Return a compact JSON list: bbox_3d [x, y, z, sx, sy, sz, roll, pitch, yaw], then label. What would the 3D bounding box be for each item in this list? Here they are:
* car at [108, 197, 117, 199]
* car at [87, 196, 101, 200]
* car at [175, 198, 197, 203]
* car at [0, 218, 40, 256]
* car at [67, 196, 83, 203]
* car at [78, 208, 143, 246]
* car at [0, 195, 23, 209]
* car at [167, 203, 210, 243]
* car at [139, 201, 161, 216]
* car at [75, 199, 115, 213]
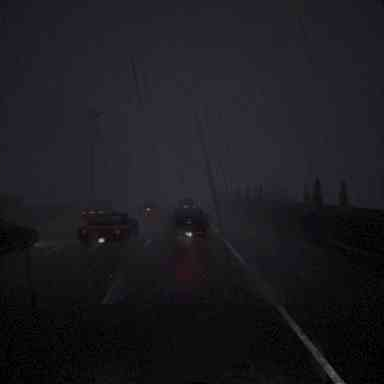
[{"bbox_3d":[-15.663,1.609,65.086,1.994,1.385,4.181,0,0,-1],"label":"car"},{"bbox_3d":[-19.164,1.529,65.245,1.882,1.535,5.008,0,0,-2],"label":"car"},{"bbox_3d":[-0.605,1.376,32.211,2.097,1.767,4.553,0,0,-2],"label":"car"},{"bbox_3d":[-7.035,1.556,11.046,2.033,1.411,5.357,0,0,-1],"label":"car"},{"bbox_3d":[-22.648,1.572,64.655,2.128,1.511,4.902,0,0,-2],"label":"car"},{"bbox_3d":[-3.636,1.613,15.361,1.895,1.301,4.718,0,0,-1],"label":"car"},{"bbox_3d":[-14.584,1.241,24.493,2.150,2.045,5.566,0,0,-2],"label":"car"},{"bbox_3d":[-0.164,1.517,16.279,1.837,1.490,4.892,0,0,-1],"label":"car"},{"bbox_3d":[-4.128,1.589,32.997,1.994,1.385,4.181,0,0,-2],"label":"car"},{"bbox_3d":[-7.456,1.569,26.960,2.033,1.411,5.357,0,0,-2],"label":"car"}]
